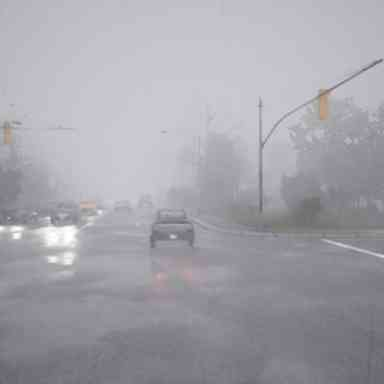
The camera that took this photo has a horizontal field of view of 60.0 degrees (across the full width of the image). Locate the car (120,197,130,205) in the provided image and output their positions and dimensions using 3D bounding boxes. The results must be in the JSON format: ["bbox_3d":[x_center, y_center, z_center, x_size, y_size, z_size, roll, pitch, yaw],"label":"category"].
[{"bbox_3d":[-13.287,1.760,65.810,1.882,1.535,5.008,0,-1,-10],"label":"car"}]

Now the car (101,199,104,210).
[{"bbox_3d":[-13.050,1.643,45.441,1.837,1.490,4.892,0,0,-11],"label":"car"}]

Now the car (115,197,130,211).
[{"bbox_3d":[-9.003,1.716,43.362,1.895,1.301,4.718,0,0,-11],"label":"car"}]

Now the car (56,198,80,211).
[{"bbox_3d":[-16.382,1.633,44.216,2.128,1.511,4.902,0,0,-11],"label":"car"}]

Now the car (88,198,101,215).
[{"bbox_3d":[-11.197,1.570,35.335,1.882,1.535,5.008,0,0,-10],"label":"car"}]

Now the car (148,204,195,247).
[{"bbox_3d":[-0.987,1.522,15.328,2.128,1.511,4.902,0,0,-6],"label":"car"}]

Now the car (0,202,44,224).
[{"bbox_3d":[-13.076,1.640,25.190,1.994,1.385,4.181,0,0,-9],"label":"car"}]

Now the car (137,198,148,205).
[{"bbox_3d":[-9.846,1.832,66.435,2.033,1.411,5.357,0,-1,-10],"label":"car"}]

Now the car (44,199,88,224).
[{"bbox_3d":[-9.707,1.562,25.955,2.128,1.511,4.902,0,0,-12],"label":"car"}]

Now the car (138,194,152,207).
[{"bbox_3d":[-7.953,1.409,56.244,2.150,2.045,5.566,0,0,-11],"label":"car"}]
